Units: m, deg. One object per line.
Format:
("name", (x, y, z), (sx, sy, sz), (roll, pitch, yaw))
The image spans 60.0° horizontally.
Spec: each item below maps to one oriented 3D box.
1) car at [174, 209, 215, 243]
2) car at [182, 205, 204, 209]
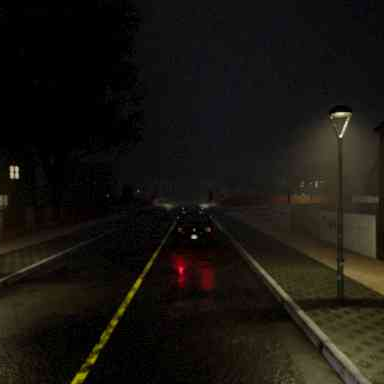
("car", (0.099, 1.754, 17.122), (1.895, 1.301, 4.718), (0, -1, 0))
("car", (0.066, 1.840, 29.247), (1.994, 1.385, 4.181), (0, -1, 1))
